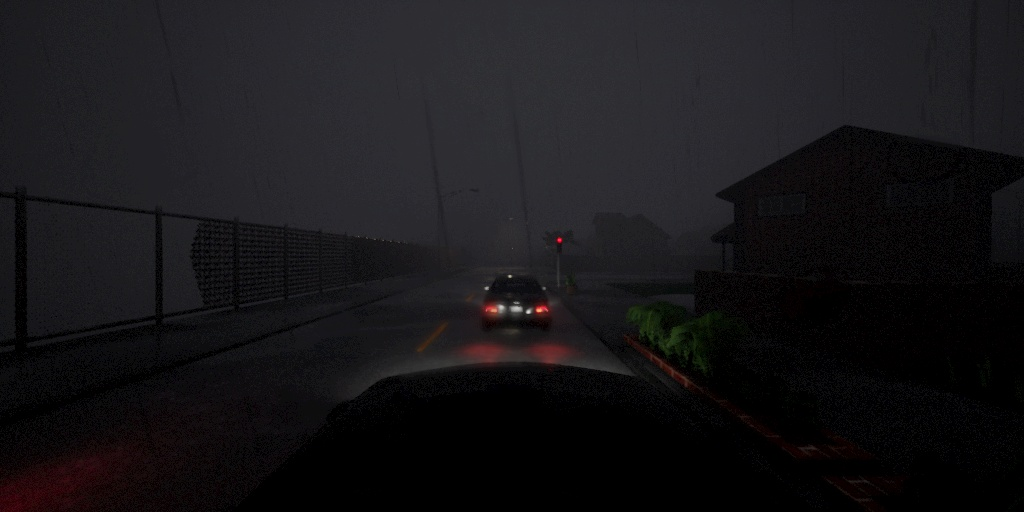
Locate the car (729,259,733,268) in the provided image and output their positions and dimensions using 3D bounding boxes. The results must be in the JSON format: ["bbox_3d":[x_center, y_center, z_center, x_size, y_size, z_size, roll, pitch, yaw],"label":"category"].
[{"bbox_3d":[22.190,1.253,31.566,4.674,1.442,1.812,0,0,0],"label":"car"}]

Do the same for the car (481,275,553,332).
[{"bbox_3d":[0.118,1.290,10.852,2.033,1.411,5.357,0,0,0],"label":"car"}]
